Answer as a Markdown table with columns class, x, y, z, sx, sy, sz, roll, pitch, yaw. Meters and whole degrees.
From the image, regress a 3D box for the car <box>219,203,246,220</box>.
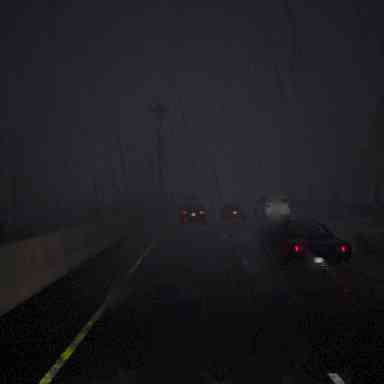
| class | x | y | z | sx | sy | sz | roll | pitch | yaw |
| --- | --- | --- | --- | --- | --- | --- | --- | --- | --- |
| car | 3.520 | 1.690 | 29.513 | 1.994 | 1.385 | 4.181 | 0 | 0 | -1 |

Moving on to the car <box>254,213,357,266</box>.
| class | x | y | z | sx | sy | sz | roll | pitch | yaw |
| --- | --- | --- | --- | --- | --- | --- | --- | --- | --- |
| car | 3.600 | 1.651 | 11.653 | 1.895 | 1.301 | 4.718 | 0 | 0 | 0 |

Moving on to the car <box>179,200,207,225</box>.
| class | x | y | z | sx | sy | sz | roll | pitch | yaw |
| --- | --- | --- | --- | --- | --- | --- | --- | --- | --- |
| car | 0.076 | 1.612 | 25.288 | 2.163 | 1.488 | 4.792 | 0 | 0 | 0 |

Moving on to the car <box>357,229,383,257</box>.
| class | x | y | z | sx | sy | sz | roll | pitch | yaw |
| --- | --- | --- | --- | --- | --- | --- | --- | --- | --- |
| car | 7.100 | 1.646 | 10.644 | 1.895 | 1.301 | 4.718 | 0 | 0 | 0 |

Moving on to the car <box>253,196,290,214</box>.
| class | x | y | z | sx | sy | sz | roll | pitch | yaw |
| --- | --- | --- | --- | --- | --- | --- | --- | --- | --- |
| car | 7.013 | 1.348 | 29.623 | 2.150 | 2.045 | 5.566 | 0 | 0 | -1 |

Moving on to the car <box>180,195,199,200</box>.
| class | x | y | z | sx | sy | sz | roll | pitch | yaw |
| --- | --- | --- | --- | --- | --- | --- | --- | --- | --- |
| car | -0.323 | 1.400 | 42.561 | 2.150 | 2.045 | 5.566 | 0 | -1 | -1 |
